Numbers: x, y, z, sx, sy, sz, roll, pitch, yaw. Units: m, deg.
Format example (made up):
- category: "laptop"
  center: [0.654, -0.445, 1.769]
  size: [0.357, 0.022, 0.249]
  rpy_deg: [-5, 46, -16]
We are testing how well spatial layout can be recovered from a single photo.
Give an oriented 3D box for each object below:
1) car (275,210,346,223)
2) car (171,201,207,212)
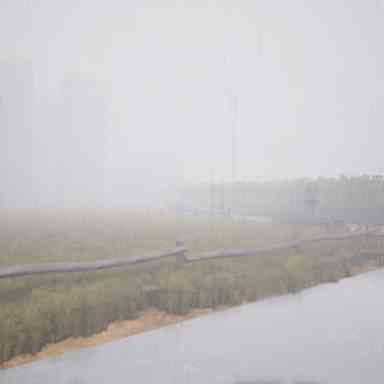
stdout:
- category: "car"
  center: [7.946, 1.883, 22.634]
  size: [1.895, 1.301, 4.718]
  rpy_deg: [1, -1, -36]
- category: "car"
  center: [-0.381, 1.704, 34.242]
  size: [2.097, 1.767, 4.553]
  rpy_deg: [1, -1, -36]
